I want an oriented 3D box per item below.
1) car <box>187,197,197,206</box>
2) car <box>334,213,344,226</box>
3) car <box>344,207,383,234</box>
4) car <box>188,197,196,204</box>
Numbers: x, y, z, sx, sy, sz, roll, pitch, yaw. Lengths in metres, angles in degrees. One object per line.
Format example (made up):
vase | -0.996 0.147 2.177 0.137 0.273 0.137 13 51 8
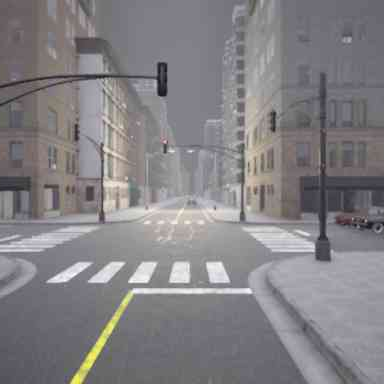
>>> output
car | -0.026 1.908 64.324 1.812 1.442 4.674 0 0 0
car | 11.761 1.655 22.039 4.507 1.381 1.887 0 0 0
car | 11.879 1.710 19.501 4.718 1.301 1.895 0 0 -3
car | -0.030 1.802 74.330 1.812 1.442 4.674 0 0 0
